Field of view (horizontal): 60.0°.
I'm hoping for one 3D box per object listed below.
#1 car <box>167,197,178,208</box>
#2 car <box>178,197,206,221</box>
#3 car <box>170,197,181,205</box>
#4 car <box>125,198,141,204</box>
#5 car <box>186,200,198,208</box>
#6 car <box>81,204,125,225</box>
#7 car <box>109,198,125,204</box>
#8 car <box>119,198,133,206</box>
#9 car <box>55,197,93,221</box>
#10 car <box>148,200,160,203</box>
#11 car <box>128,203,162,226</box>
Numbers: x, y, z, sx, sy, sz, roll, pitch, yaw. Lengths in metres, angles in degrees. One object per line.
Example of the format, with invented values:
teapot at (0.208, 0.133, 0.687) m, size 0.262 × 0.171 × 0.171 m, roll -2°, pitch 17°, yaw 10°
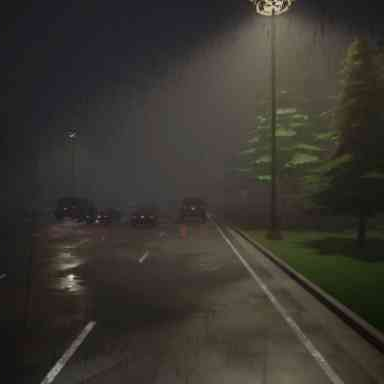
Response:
car at (-3.491, 2.104, 60.581) m, size 2.033 × 1.411 × 5.357 m, roll 0°, pitch -1°, yaw 0°
car at (0.104, 1.498, 30.115) m, size 2.150 × 2.045 × 5.566 m, roll 0°, pitch -1°, yaw 0°
car at (-3.490, 1.916, 71.004) m, size 2.097 × 1.767 × 4.553 m, roll 0°, pitch -1°, yaw 0°
car at (-10.491, 2.086, 61.032) m, size 1.812 × 1.442 × 4.674 m, roll 0°, pitch -1°, yaw 0°
car at (0.009, 2.127, 61.350) m, size 1.994 × 1.385 × 4.181 m, roll 0°, pitch -1°, yaw 0°
car at (-6.896, 1.844, 26.385) m, size 1.895 × 1.301 × 4.718 m, roll 0°, pitch -1°, yaw 0°
car at (-13.991, 2.086, 61.033) m, size 1.812 × 1.442 × 4.674 m, roll 0°, pitch -1°, yaw 0°
car at (-13.990, 2.057, 70.618) m, size 1.837 × 1.490 × 4.892 m, roll 0°, pitch -1°, yaw 0°
car at (-10.396, 1.497, 30.002) m, size 2.150 × 2.045 × 5.566 m, roll 0°, pitch -1°, yaw 0°
car at (-6.991, 2.104, 60.582) m, size 2.033 × 1.411 × 5.357 m, roll 0°, pitch -1°, yaw 0°
car at (-3.397, 1.781, 25.324) m, size 2.033 × 1.411 × 5.357 m, roll 0°, pitch -1°, yaw 0°
